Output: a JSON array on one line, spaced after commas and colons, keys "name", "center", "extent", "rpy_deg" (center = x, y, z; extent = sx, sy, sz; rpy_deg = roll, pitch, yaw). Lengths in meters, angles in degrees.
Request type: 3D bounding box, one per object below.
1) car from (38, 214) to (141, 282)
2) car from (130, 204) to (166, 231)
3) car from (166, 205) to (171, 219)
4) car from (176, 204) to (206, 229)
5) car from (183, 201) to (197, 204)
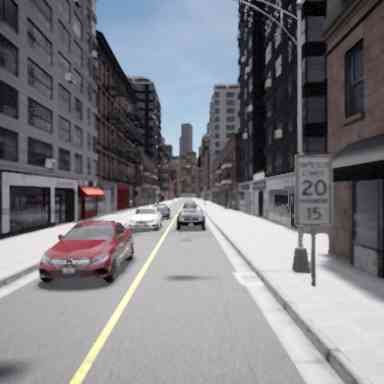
[{"name": "car", "center": [-2.921, 1.612, 10.174], "extent": [1.812, 1.442, 4.674], "rpy_deg": [0, 0, 0]}, {"name": "car", "center": [-3.008, 1.707, 22.101], "extent": [1.812, 1.442, 4.674], "rpy_deg": [0, -1, 0]}, {"name": "car", "center": [-3.000, 1.859, 31.403], "extent": [1.994, 1.385, 4.181], "rpy_deg": [0, 0, 0]}, {"name": "car", "center": [-0.080, 1.781, 23.223], "extent": [1.895, 1.301, 4.718], "rpy_deg": [0, 0, 0]}, {"name": "car", "center": [-0.276, 1.937, 45.877], "extent": [1.994, 1.385, 4.181], "rpy_deg": [0, -1, 0]}]
